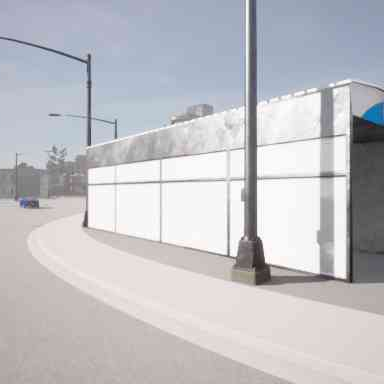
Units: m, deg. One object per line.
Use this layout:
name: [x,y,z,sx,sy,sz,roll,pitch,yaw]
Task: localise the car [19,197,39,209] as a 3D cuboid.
car: [-22.566,1.457,46.095,1.882,1.535,5.008,0,0,-35]
